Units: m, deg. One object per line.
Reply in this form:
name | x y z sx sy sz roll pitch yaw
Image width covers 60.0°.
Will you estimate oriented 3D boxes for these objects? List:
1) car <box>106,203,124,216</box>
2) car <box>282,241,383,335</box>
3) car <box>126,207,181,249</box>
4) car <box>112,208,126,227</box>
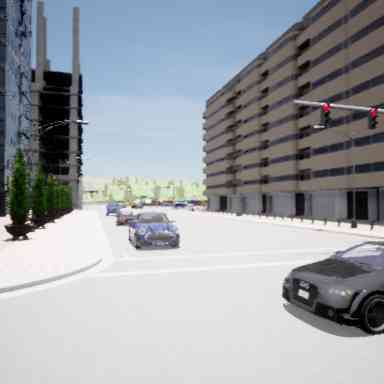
car | -12.686 2.778 53.875 2.150 2.045 5.566 0 -2 -16
car | 4.027 1.758 6.885 4.181 1.385 1.994 0 -2 -17
car | -2.052 1.848 17.425 2.097 1.767 4.553 0 -2 -16
car | -6.018 2.453 30.892 1.994 1.385 4.181 0 -2 -16
